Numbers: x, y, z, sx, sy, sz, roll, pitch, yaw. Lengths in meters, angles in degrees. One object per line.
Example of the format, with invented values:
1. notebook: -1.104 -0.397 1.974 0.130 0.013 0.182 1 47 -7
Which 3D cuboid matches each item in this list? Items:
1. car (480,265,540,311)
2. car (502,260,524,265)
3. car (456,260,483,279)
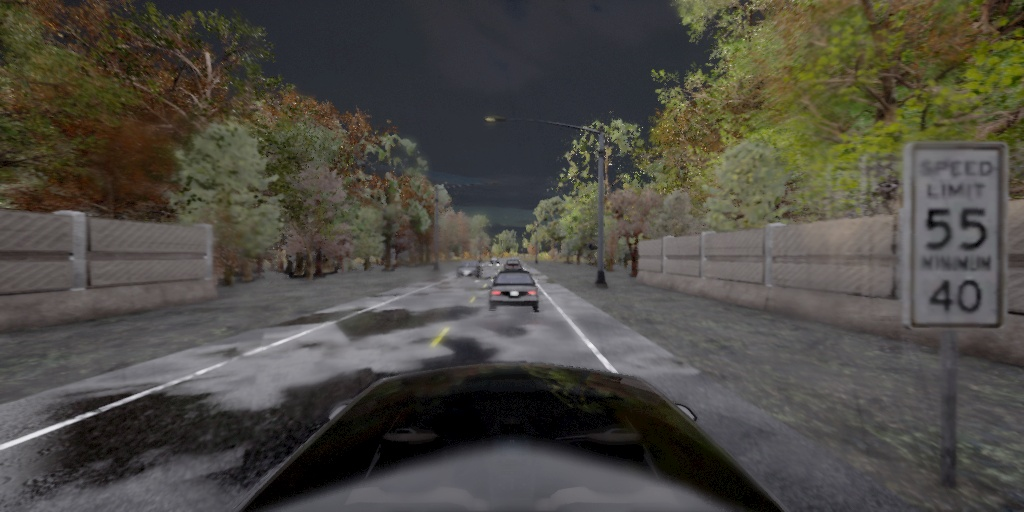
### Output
1. car: 0.082 1.259 14.308 2.033 1.411 5.357 0 0 0
2. car: 0.103 1.141 36.487 1.837 1.490 4.892 0 0 0
3. car: -3.584 1.133 30.904 2.128 1.511 4.902 0 0 0
